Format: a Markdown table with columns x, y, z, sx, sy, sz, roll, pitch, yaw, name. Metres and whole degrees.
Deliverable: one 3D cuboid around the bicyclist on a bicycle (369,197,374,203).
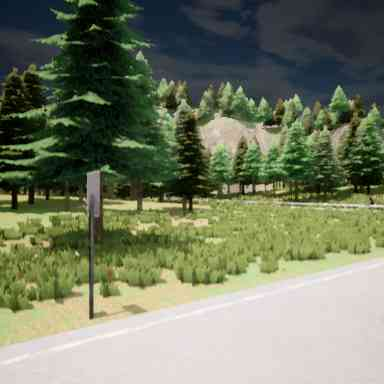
| x | y | z | sx | sy | sz | roll | pitch | yaw | name |
| --- | --- | --- | --- | --- | --- | --- | --- | --- | --- |
| 23.067 | 1.406 | 42.763 | 1.656 | 1.620 | 0.582 | -12 | 7 | -35 | bicyclist on a bicycle |
